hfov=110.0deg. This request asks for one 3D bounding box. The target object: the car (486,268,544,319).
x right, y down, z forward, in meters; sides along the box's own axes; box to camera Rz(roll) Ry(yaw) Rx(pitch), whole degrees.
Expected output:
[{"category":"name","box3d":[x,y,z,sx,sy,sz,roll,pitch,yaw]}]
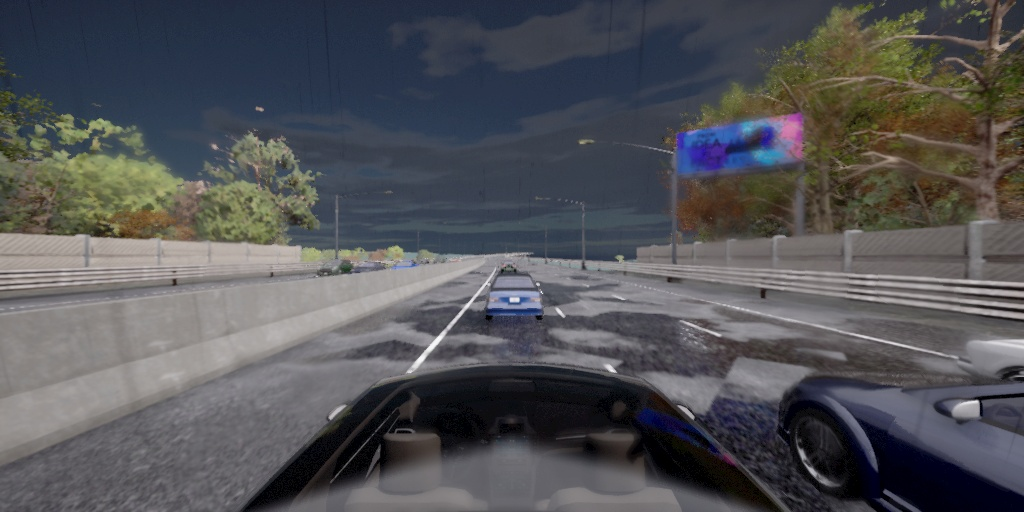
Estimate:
[{"category":"car","box3d":[0.055,1.311,12.823,2.033,1.411,5.357,0,0,0]}]

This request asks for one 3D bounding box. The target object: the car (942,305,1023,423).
[{"category":"car","box3d":[7.094,1.351,2.761,1.895,1.301,4.718,0,0,0]}]

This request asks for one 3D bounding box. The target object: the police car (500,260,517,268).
[{"category":"police car","box3d":[-0.412,1.290,43.289,2.038,1.542,4.974,0,0,-1]}]

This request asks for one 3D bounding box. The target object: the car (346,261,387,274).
[{"category":"car","box3d":[-14.460,1.333,36.594,2.033,1.411,5.357,0,0,-1]}]

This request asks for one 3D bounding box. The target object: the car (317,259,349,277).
[{"category":"car","box3d":[-17.962,1.139,36.718,2.097,1.767,4.553,0,0,-1]}]

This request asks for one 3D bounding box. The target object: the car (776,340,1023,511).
[{"category":"car","box3d":[3.592,1.313,1.795,1.994,1.385,4.181,0,0,0]}]

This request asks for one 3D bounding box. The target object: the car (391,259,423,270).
[{"category":"car","box3d":[-10.969,1.263,37.101,1.882,1.535,5.008,0,0,-1]}]
